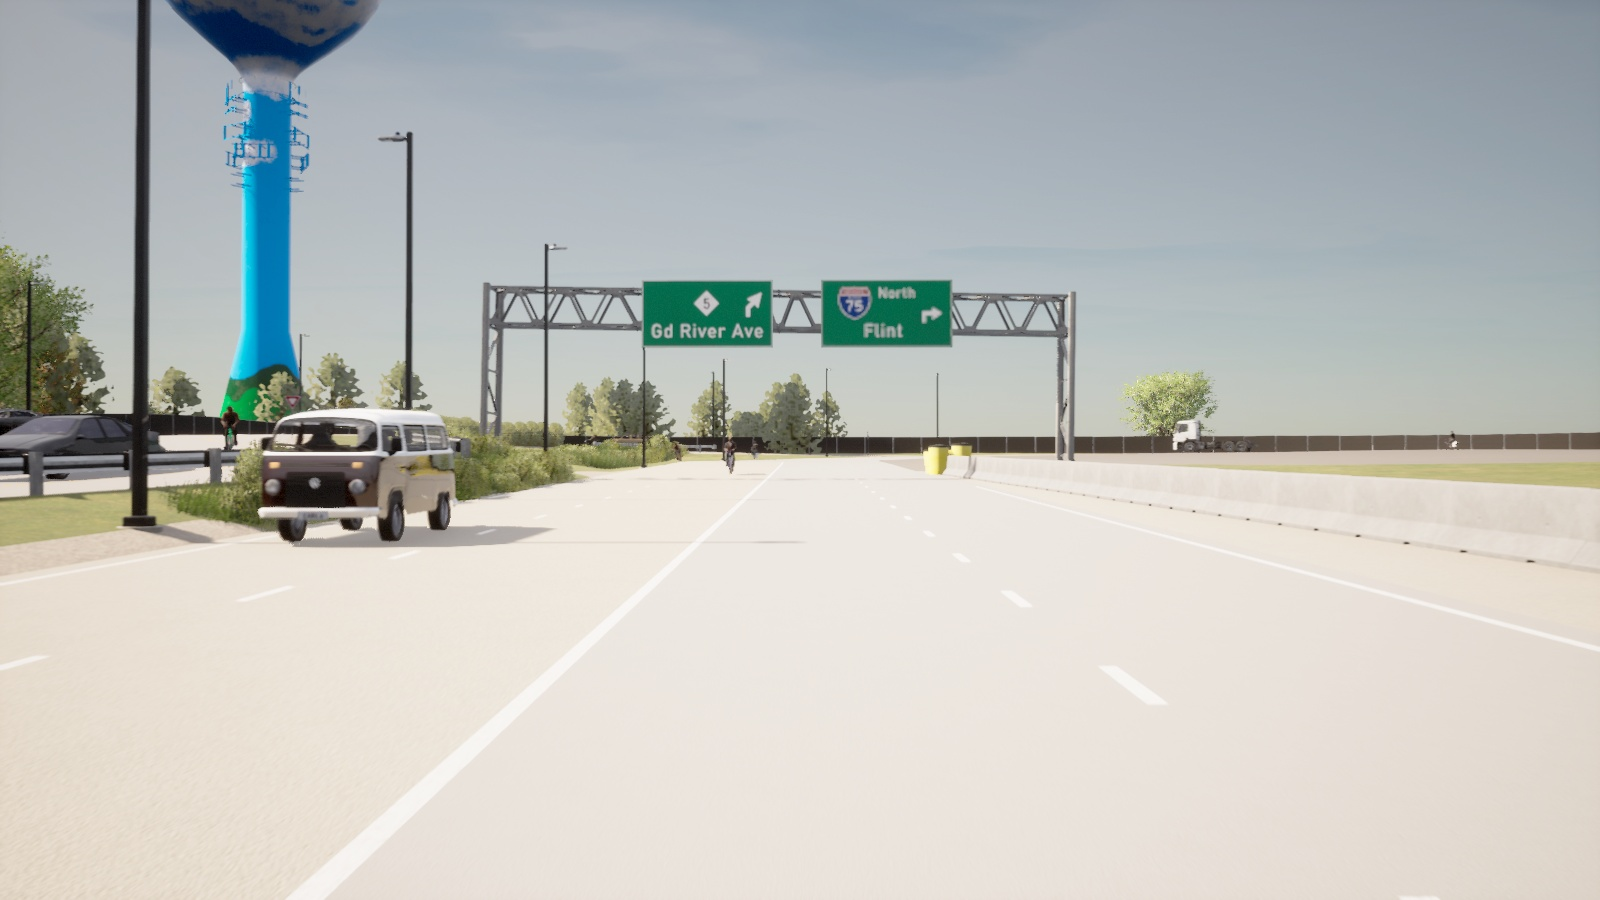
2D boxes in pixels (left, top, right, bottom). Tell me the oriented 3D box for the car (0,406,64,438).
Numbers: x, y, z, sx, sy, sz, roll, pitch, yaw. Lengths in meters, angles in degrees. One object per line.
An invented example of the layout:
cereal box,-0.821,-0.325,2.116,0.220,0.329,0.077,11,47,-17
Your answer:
car,-39.286,-1.375,61.687,2.128,1.511,4.902,1,2,35

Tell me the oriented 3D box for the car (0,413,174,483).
car,-16.897,-0.120,28.916,2.033,1.411,5.357,0,2,3

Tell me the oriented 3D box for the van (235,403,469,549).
van,-6.870,0.345,19.838,2.069,2.038,4.480,0,0,0
